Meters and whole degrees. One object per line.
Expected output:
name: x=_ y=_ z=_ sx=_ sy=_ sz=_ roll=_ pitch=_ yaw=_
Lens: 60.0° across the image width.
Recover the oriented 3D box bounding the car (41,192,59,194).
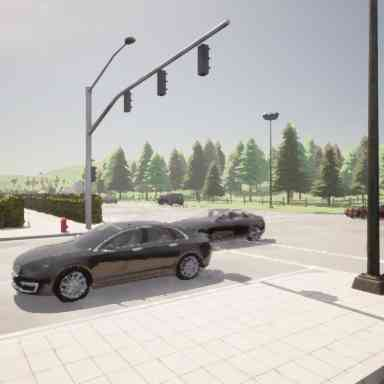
car: x=-24.127 y=1.221 z=57.611 sx=2.150 sy=2.045 sz=5.566 roll=0 pitch=0 yaw=-35

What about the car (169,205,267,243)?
car: x=1.138 y=1.491 z=14.623 sx=4.902 sy=1.511 sz=2.128 roll=0 pitch=0 yaw=-35

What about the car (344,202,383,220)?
car: x=15.104 y=1.601 z=27.247 sx=4.718 sy=1.301 sz=1.895 roll=0 pitch=0 yaw=-5

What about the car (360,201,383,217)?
car: x=18.416 y=1.601 z=31.833 sx=4.718 sy=1.301 sz=1.895 roll=0 pitch=0 yaw=-28

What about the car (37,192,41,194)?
car: x=-29.798 y=1.058 z=65.852 sx=2.150 sy=2.045 sz=5.566 roll=0 pitch=0 yaw=-35

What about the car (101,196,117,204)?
car: x=-16.156 y=1.564 z=64.741 sx=1.994 sy=1.385 sz=4.181 roll=0 pitch=0 yaw=-35

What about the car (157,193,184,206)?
car: x=-3.405 y=1.222 z=52.386 sx=2.150 sy=2.045 sz=5.566 roll=0 pitch=0 yaw=-35

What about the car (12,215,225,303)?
car: x=-1.711 y=1.507 z=8.298 sx=4.892 sy=1.490 sz=1.837 roll=1 pitch=0 yaw=-35

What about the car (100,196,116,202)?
car: x=-18.855 y=1.553 z=74.656 sx=1.994 sy=1.385 sz=4.181 roll=0 pitch=0 yaw=-35
